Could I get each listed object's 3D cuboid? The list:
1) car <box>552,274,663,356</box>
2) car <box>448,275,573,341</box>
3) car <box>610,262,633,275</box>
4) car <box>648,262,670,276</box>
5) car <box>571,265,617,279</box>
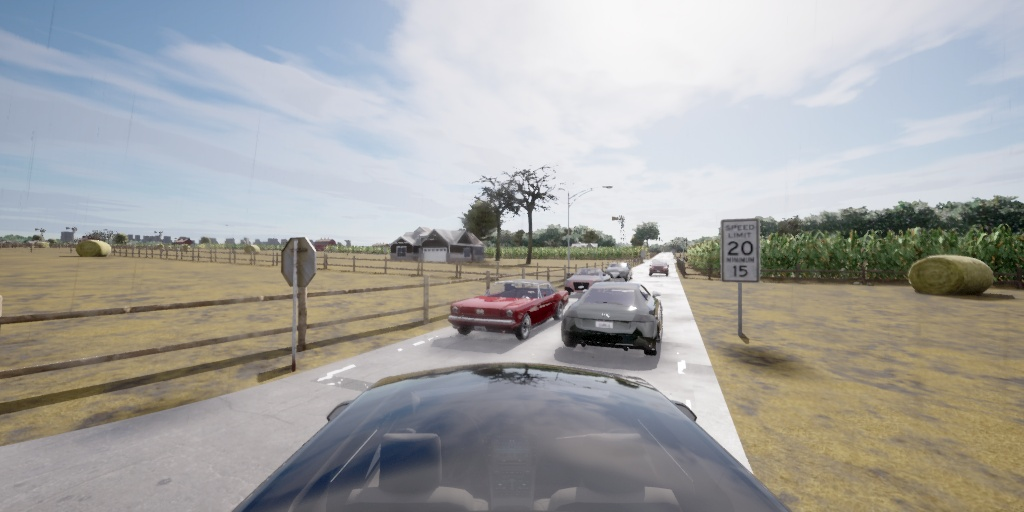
[{"bbox_3d":[2.630,1.326,8.886,1.994,1.385,4.181,0,0,24],"label":"car"},{"bbox_3d":[0.149,1.373,10.322,1.895,1.301,4.718,0,0,24],"label":"car"},{"bbox_3d":[9.035,1.302,30.327,2.128,1.511,4.902,0,0,24],"label":"car"},{"bbox_3d":[15.516,1.341,37.851,1.812,1.442,4.674,0,0,24],"label":"car"},{"bbox_3d":[4.217,1.355,19.489,1.994,1.385,4.181,0,0,24],"label":"car"}]
